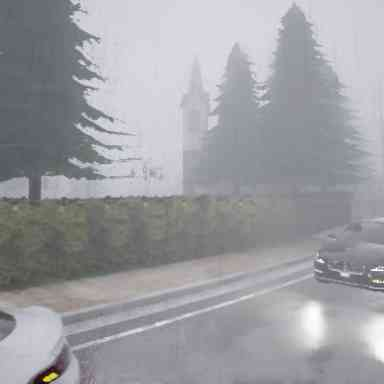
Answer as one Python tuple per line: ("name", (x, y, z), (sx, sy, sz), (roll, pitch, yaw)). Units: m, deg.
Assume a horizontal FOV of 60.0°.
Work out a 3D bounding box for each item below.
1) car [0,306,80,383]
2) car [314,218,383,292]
("car", (-3.095, 1.542, 1.952), (4.674, 1.442, 1.812), (0, 0, -37))
("car", (4.929, 1.482, 8.658), (4.892, 1.490, 1.837), (0, 0, -44))
